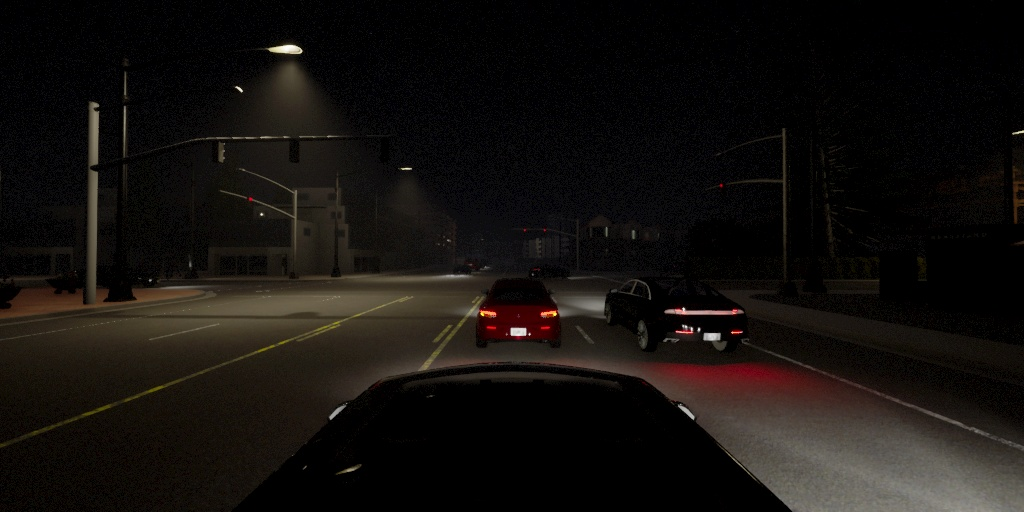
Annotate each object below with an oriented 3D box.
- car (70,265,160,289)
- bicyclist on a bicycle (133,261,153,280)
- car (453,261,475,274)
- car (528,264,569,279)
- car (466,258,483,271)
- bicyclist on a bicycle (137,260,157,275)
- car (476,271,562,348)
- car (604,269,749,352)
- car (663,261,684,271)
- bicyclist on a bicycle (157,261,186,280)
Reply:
[{"bbox_3d":[-25.857,1.331,23.292,4.892,1.490,1.837,0,-1,1],"label":"car"},{"bbox_3d":[-32.652,1.244,31.746,1.656,1.620,0.582,0,0,19],"label":"bicyclist on a bicycle"},{"bbox_3d":[-6.536,1.694,47.279,1.895,1.301,4.718,0,0,2],"label":"car"},{"bbox_3d":[3.532,1.460,33.895,2.128,1.511,4.902,-1,-1,43],"label":"car"},{"bbox_3d":[-6.387,1.359,57.240,2.150,2.045,5.566,0,0,1],"label":"car"},{"bbox_3d":[-31.227,1.169,31.254,1.656,1.620,0.582,19,7,-26],"label":"bicyclist on a bicycle"},{"bbox_3d":[0.165,1.288,9.140,1.812,1.442,4.674,0,0,1],"label":"car"},{"bbox_3d":[3.655,1.250,8.895,2.128,1.511,4.902,0,0,1],"label":"car"},{"bbox_3d":[25.226,1.610,55.574,4.553,1.767,2.097,1,-1,-44],"label":"car"},{"bbox_3d":[-29.288,1.230,31.026,1.656,1.620,0.582,1,-1,-22],"label":"bicyclist on a bicycle"}]
